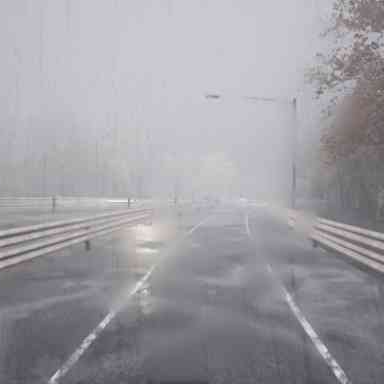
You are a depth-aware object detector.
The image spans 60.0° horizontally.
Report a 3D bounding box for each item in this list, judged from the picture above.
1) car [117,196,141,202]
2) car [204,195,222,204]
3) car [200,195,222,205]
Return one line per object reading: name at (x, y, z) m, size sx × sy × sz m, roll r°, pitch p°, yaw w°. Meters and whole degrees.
car at (-10.792, 1.466, 57.452) m, size 1.882 × 1.535 × 5.008 m, roll 0°, pitch -1°, yaw 29°
car at (5.115, 1.820, 79.115) m, size 2.150 × 2.045 × 5.566 m, roll 0°, pitch -1°, yaw 29°
car at (4.318, 1.951, 70.370) m, size 2.033 × 1.411 × 5.357 m, roll 0°, pitch -1°, yaw 29°
